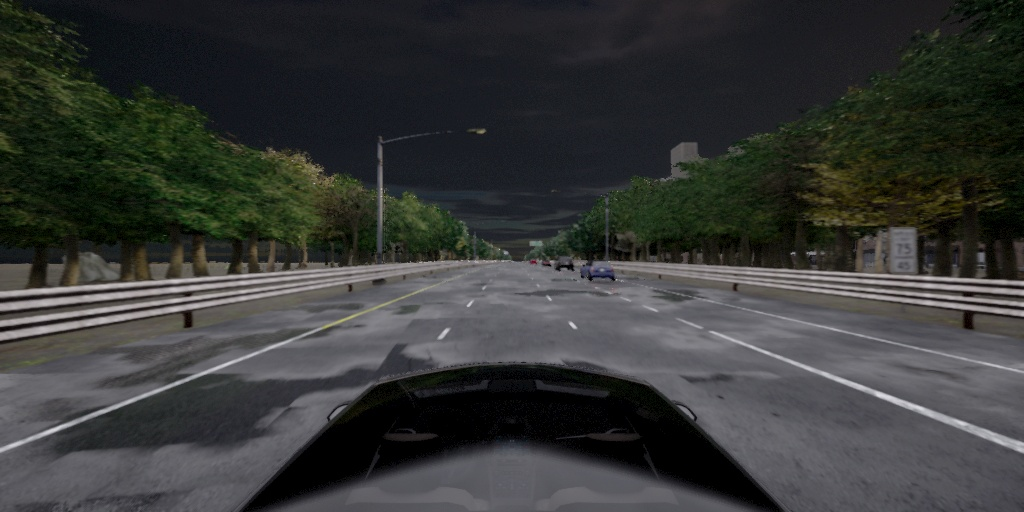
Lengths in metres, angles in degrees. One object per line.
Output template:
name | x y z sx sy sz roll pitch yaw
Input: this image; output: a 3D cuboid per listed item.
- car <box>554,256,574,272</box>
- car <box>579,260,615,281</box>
car | 7.092 1.049 49.160 2.150 2.045 5.566 0 0 0
car | 7.029 1.106 30.032 2.097 1.767 4.553 0 0 0
